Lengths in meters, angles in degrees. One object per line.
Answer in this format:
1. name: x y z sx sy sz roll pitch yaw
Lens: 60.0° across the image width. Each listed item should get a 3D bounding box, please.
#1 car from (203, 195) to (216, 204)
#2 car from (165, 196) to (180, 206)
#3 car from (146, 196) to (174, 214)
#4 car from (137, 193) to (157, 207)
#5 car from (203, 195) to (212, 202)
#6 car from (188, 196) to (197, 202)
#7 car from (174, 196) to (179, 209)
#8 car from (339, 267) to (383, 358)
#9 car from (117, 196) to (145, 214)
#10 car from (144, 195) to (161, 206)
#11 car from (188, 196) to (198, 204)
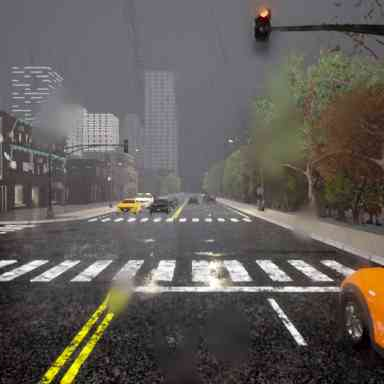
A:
1. car: 3.494 1.468 62.365 2.128 1.511 4.902 0 0 0
2. car: -3.203 1.472 54.964 2.128 1.511 4.902 0 0 0
3. car: -3.263 1.467 34.925 1.882 1.535 5.008 0 0 0
4. car: -6.483 1.206 44.851 2.150 2.045 5.566 0 0 0
5. car: 3.431 1.447 74.900 1.882 1.535 5.008 0 0 0
6. car: 0.181 1.565 74.953 1.895 1.301 4.718 0 0 0
7. car: -3.233 1.548 44.935 1.994 1.385 4.181 0 0 0
8. car: 3.360 1.351 3.419 2.097 1.767 4.553 0 0 0
9. car: -6.510 1.467 34.913 1.882 1.535 5.008 0 0 0
10. car: -6.454 1.332 54.812 2.097 1.767 4.553 0 0 0
11. car: 0.237 1.524 62.594 2.033 1.411 5.357 0 0 1
